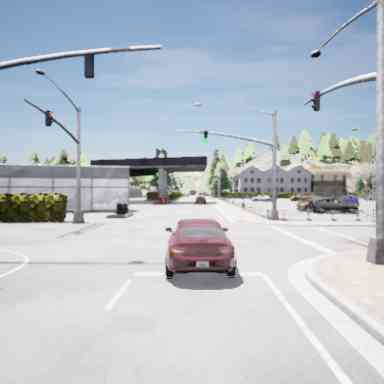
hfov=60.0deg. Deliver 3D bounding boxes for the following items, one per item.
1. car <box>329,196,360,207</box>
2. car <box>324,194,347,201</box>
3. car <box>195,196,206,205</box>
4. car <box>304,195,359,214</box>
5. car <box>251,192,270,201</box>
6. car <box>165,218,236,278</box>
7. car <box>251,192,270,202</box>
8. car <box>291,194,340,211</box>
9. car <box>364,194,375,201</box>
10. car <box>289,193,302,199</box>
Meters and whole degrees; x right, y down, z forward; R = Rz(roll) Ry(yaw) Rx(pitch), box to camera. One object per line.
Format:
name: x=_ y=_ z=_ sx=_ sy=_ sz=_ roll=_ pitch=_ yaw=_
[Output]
car: x=21.703 y=1.303 z=47.501 sx=3.633 sy=1.501 sz=1.845 roll=0 pitch=0 yaw=1
car: x=33.024 y=1.270 z=76.682 sx=4.514 sy=1.523 sz=2.007 roll=0 pitch=0 yaw=1
car: x=1.557 y=1.430 z=59.701 sx=1.882 sy=1.535 sz=5.008 roll=0 pitch=0 yaw=1
car: x=13.799 y=1.327 z=32.666 sx=4.514 sy=1.523 sz=2.007 roll=0 pitch=0 yaw=1
car: x=15.079 y=1.032 z=73.367 sx=3.866 sy=1.878 sz=1.905 roll=0 pitch=0 yaw=1
car: x=0.169 y=1.517 z=10.037 sx=1.812 sy=1.442 sz=4.674 roll=0 pitch=0 yaw=-2
car: x=14.404 y=1.319 z=70.055 sx=3.806 sy=1.475 sz=1.970 roll=0 pitch=0 yaw=1
car: x=13.806 y=1.316 z=35.803 sx=5.027 sy=1.636 sz=2.152 roll=0 pitch=0 yaw=1
car: x=40.002 y=1.215 z=72.887 sx=3.806 sy=1.475 sz=1.970 roll=0 pitch=0 yaw=1
car: x=22.883 y=1.064 z=69.932 sx=4.605 sy=1.855 sz=1.932 roll=0 pitch=0 yaw=1
